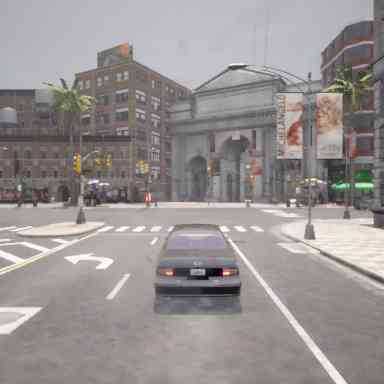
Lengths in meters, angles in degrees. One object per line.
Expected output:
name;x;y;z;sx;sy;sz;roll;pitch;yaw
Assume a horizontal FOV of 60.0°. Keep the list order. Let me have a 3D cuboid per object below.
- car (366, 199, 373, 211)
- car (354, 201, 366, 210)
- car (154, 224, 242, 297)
car;22.705;1.526;37.468;4.674;1.442;1.812;0;0;1
car;22.279;1.564;40.966;4.181;1.385;1.994;0;0;0
car;0.111;1.547;8.741;2.033;1.411;5.357;0;0;0
